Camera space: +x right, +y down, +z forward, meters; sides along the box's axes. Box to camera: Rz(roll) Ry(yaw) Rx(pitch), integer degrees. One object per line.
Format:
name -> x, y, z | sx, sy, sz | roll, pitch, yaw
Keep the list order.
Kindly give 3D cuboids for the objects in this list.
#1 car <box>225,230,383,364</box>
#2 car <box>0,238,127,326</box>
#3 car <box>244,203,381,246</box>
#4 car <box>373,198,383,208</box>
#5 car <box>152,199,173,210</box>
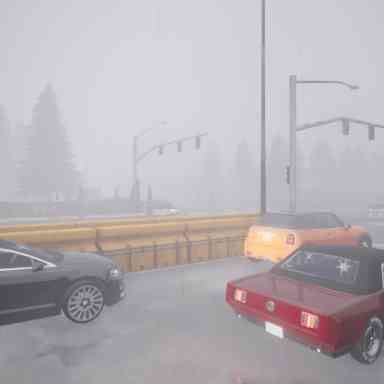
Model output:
car -> 2.937, 1.601, 5.848 | 4.718, 1.301, 1.895 | 0, 0, -36
car -> -3.528, 1.492, 5.522 | 4.902, 1.511, 2.128 | 0, 0, -36
car -> 3.885, 1.352, 10.829 | 4.553, 1.767, 2.097 | 0, 0, -36
car -> 25.507, 1.547, 43.746 | 5.357, 1.411, 2.033 | 0, 0, -35
car -> -4.243, 1.564, 43.989 | 1.994, 1.385, 4.181 | 0, 0, -36
